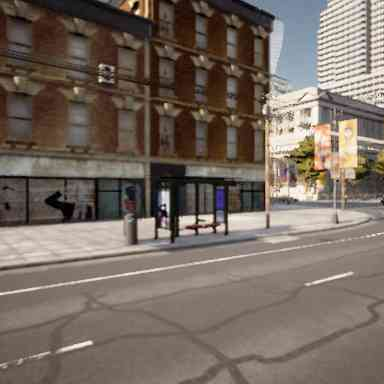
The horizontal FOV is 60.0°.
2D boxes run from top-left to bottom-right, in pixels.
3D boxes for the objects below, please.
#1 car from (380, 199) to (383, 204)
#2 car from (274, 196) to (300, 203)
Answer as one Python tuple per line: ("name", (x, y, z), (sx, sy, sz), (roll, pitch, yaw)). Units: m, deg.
("car", (33.596, 1.399, 55.160), (2.002, 1.452, 4.674), (0, 0, -16))
("car", (18.465, 1.447, 65.224), (2.033, 1.411, 5.357), (0, 0, -32))
